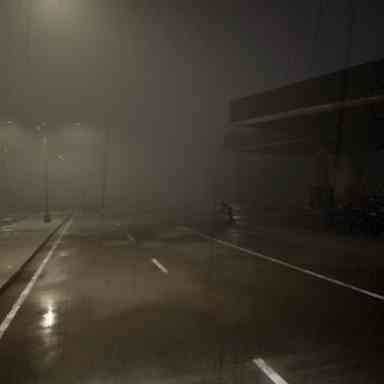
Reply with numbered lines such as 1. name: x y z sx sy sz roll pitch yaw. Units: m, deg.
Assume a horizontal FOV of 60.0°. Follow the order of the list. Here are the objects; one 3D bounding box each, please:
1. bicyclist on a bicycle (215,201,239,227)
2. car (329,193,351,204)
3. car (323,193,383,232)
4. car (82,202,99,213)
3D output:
1. bicyclist on a bicycle: 2.137 1.355 20.855 1.656 1.620 0.582 -7 -9 -19
2. car: 21.401 0.884 48.033 1.994 1.385 4.181 -2 0 38
3. car: 8.860 1.015 17.005 2.242 1.667 4.611 -2 0 -17
4. car: -13.109 1.947 43.018 1.994 1.385 4.181 -2 0 -17
